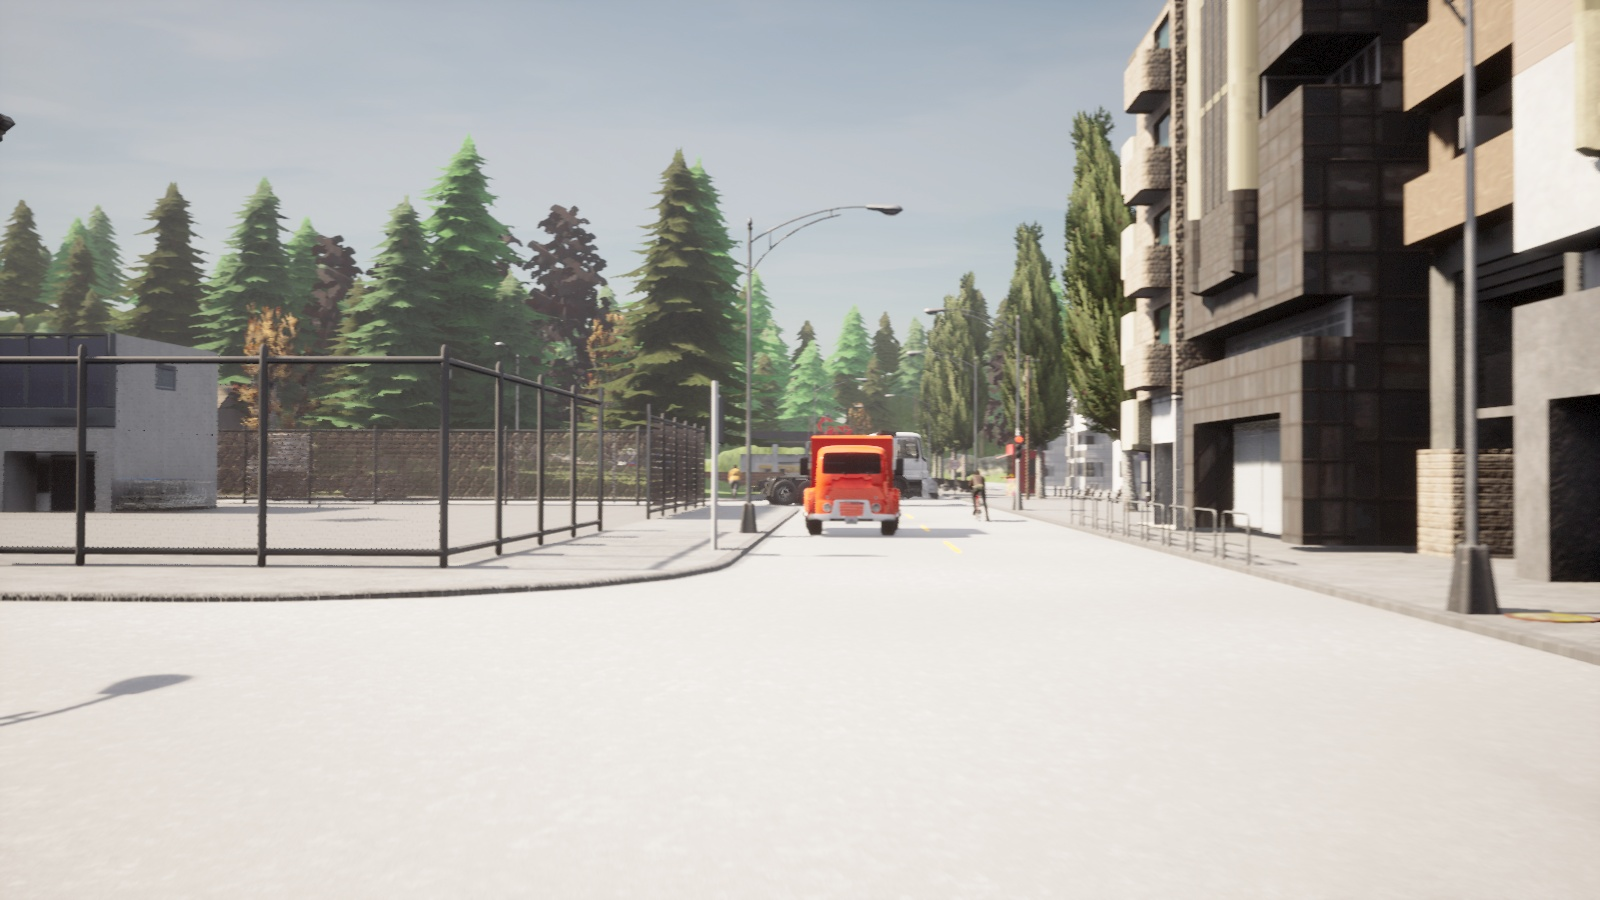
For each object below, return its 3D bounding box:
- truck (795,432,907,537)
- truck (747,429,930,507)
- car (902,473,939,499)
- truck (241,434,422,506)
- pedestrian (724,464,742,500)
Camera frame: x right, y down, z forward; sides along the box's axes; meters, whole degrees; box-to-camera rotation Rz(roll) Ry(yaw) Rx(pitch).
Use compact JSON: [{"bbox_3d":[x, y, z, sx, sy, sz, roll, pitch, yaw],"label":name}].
[{"bbox_3d":[1.309,0.866,32.271,2.627,2.467,5.204,0,-1,3],"label":"truck"},{"bbox_3d":[1.728,0.798,57.646,7.936,3.462,2.891,0,-1,-10],"label":"truck"},{"bbox_3d":[6.876,2.029,72.275,1.812,1.442,4.674,0,-1,2],"label":"car"},{"bbox_3d":[-23.268,0.995,62.652,7.936,3.462,2.891,0,-1,2],"label":"truck"},{"bbox_3d":[-3.473,1.639,65.166,0.874,1.855,0.900,0,-1,-3],"label":"pedestrian"}]
